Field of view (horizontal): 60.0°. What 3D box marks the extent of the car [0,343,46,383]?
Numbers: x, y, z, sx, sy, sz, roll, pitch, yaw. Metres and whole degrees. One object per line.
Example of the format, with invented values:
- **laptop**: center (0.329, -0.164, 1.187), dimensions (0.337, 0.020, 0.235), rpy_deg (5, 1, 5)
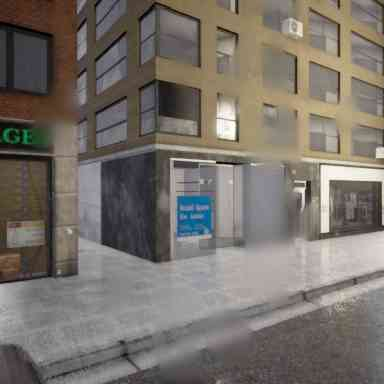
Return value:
- **car**: center (-3.094, 1.547, 0.853), dimensions (5.357, 1.411, 2.033), rpy_deg (0, 0, -36)
